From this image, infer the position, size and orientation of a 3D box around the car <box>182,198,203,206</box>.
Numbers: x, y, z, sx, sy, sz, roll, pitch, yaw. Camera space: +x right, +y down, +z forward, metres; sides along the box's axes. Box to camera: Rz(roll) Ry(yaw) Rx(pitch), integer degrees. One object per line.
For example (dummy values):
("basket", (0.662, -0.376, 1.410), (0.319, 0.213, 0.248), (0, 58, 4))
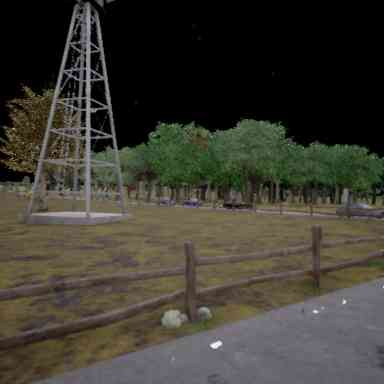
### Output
("car", (0.041, 1.795, 57.807), (1.812, 1.442, 4.674), (2, -1, -35))

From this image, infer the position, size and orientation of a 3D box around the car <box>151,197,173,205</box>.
("car", (-6.009, 1.741, 66.170), (2.128, 1.511, 4.902), (2, -1, -36))

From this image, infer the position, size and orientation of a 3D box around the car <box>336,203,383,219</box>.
("car", (15.695, 1.755, 30.969), (1.994, 1.385, 4.181), (2, -1, -36))

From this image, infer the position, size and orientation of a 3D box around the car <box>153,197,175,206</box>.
("car", (-4.848, 1.683, 59.828), (2.128, 1.511, 4.902), (2, -1, -36))

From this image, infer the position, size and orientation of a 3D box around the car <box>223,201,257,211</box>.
("car", (6.362, 1.786, 44.004), (1.895, 1.301, 4.718), (2, -1, -36))
